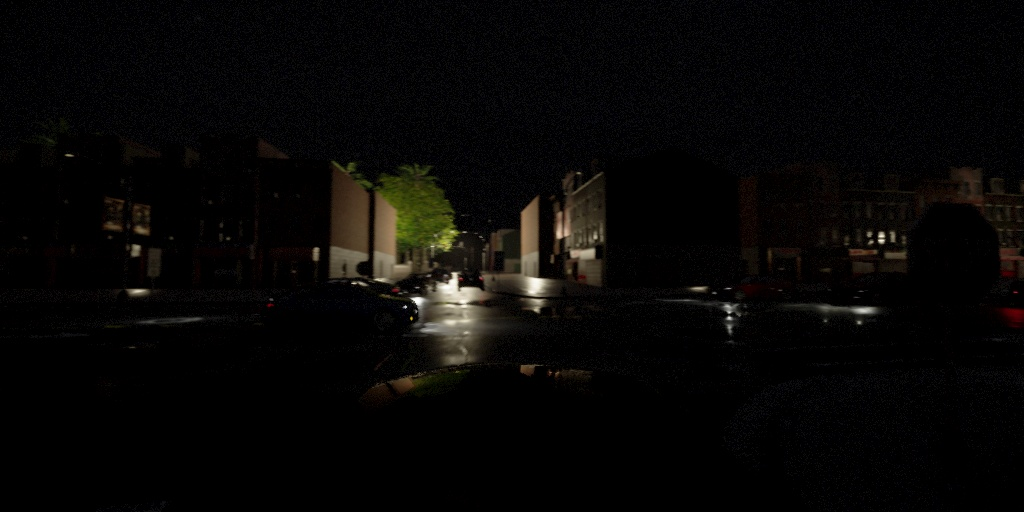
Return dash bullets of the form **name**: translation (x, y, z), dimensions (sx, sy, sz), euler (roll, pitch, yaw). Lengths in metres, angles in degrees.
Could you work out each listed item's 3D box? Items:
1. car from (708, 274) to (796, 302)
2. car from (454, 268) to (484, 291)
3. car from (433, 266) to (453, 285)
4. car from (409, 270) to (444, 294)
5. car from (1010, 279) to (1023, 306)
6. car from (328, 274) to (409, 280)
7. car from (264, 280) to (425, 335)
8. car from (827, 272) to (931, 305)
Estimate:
- **car**: translation (13.580, 1.775, 20.308), dimensions (4.674, 1.442, 1.812), euler (0, -3, -8)
- **car**: translation (-3.482, 1.858, 29.629), dimensions (2.097, 1.767, 4.553), euler (1, -2, -9)
- **car**: translation (-7.453, 2.025, 36.752), dimensions (2.097, 1.767, 4.553), euler (1, -1, -7)
- **car**: translation (-6.484, 1.911, 24.800), dimensions (2.033, 1.411, 5.357), euler (0, -1, 2)
- **car**: translation (23.796, 1.375, 15.000), dimensions (4.902, 1.511, 2.128), euler (0, -3, -8)
- **car**: translation (-6.862, 1.608, 14.153), dimensions (4.902, 1.511, 2.128), euler (-1, -2, -8)
- **car**: translation (-5.001, 1.541, 10.957), dimensions (4.181, 1.385, 1.994), euler (0, -3, -8)
- **car**: translation (18.299, 1.553, 17.708), dimensions (5.008, 1.535, 1.882), euler (0, -3, -8)
